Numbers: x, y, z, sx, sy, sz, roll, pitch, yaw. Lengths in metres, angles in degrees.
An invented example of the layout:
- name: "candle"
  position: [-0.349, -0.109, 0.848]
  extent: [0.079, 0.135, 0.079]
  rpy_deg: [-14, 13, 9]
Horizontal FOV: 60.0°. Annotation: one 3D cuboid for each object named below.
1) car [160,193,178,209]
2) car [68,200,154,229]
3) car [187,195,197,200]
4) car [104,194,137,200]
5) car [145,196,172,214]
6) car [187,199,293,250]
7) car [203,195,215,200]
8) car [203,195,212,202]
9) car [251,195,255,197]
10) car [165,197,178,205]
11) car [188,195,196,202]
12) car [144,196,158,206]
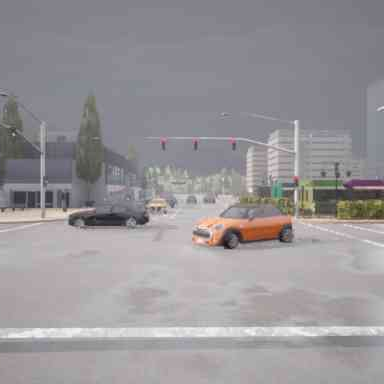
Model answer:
- name: "car"
  position: [-3.597, 1.221, 46.748]
  extent: [2.150, 2.045, 5.566]
  rpy_deg: [0, 0, 0]
- name: "car"
  position: [-5.124, 1.477, 20.820]
  extent: [5.008, 1.535, 1.882]
  rpy_deg: [0, 0, -1]
- name: "car"
  position: [-0.014, 1.491, 63.733]
  extent: [2.128, 1.511, 4.902]
  rpy_deg: [0, 0, 0]
- name: "car"
  position: [-7.126, 1.221, 32.239]
  extent: [2.150, 2.045, 5.566]
  rpy_deg: [0, 0, 1]
- name: "car"
  position: [-3.599, 1.477, 36.168]
  extent: [1.882, 1.535, 5.008]
  rpy_deg: [0, 0, 0]
- name: "car"
  position: [2.203, 1.352, 14.390]
  extent: [4.553, 1.767, 2.097]
  rpy_deg: [0, 0, -32]
- name: "car"
  position: [3.486, 1.491, 63.734]
  extent: [2.128, 1.511, 4.902]
  rpy_deg: [0, 0, 0]
- name: "car"
  position: [3.483, 1.396, 74.009]
  extent: [1.812, 1.442, 4.674]
  rpy_deg: [0, 0, 0]
- name: "car"
  position: [17.749, 1.152, 86.905]
  extent: [4.605, 1.855, 1.932]
  rpy_deg: [0, 0, -2]
- name: "car"
  position: [-3.588, 1.564, 58.925]
  extent: [1.994, 1.385, 4.181]
  rpy_deg: [0, 0, 0]
- name: "car"
  position: [-0.017, 1.372, 74.007]
  extent: [1.837, 1.490, 4.892]
  rpy_deg: [0, 0, 0]
- name: "car"
  position: [-7.087, 1.477, 57.780]
  extent: [1.882, 1.535, 5.008]
  rpy_deg: [0, 0, 0]
